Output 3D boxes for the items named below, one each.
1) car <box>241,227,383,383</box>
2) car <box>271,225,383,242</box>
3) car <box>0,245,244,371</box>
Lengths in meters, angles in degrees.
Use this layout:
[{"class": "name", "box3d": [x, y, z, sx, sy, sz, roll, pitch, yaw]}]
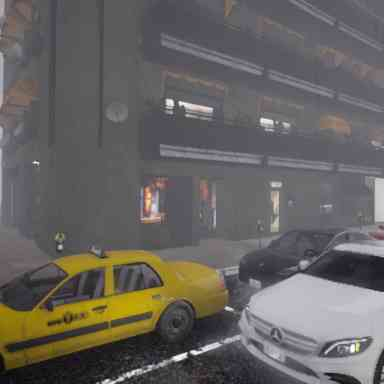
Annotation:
[{"class": "car", "box3d": [2.816, 1.528, 5.067, 4.674, 1.442, 1.812, 0, 0, -35]}, {"class": "car", "box3d": [3.115, 1.569, 8.291, 4.313, 1.339, 1.947, 0, 1, -35]}, {"class": "car", "box3d": [-1.647, 1.526, 4.909, 4.829, 1.417, 1.752, 0, 1, -35]}]
